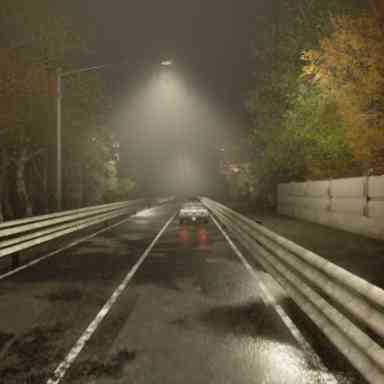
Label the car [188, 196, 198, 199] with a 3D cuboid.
[{"bbox_3d":[0.138,1.355,44.132,1.837,1.490,4.892,0,0,0],"label":"car"}]

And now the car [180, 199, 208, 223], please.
[{"bbox_3d":[0.121,1.435,23.870,1.895,1.301,4.718,0,0,0],"label":"car"}]
